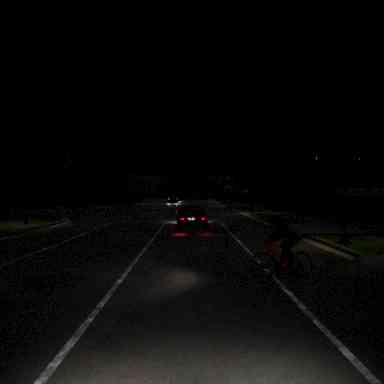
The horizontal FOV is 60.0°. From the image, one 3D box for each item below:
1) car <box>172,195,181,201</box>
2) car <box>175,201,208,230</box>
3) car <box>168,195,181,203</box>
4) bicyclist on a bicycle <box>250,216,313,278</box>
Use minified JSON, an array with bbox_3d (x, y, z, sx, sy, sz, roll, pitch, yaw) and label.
[{"bbox_3d":[-3.876,1.551,82.658,1.994,1.385,4.181,0,0,0],"label":"car"},{"bbox_3d":[-0.042,1.547,20.897,2.033,1.411,5.357,0,0,-2],"label":"car"},{"bbox_3d":[-3.821,1.351,68.470,2.097,1.767,4.553,0,0,0],"label":"car"},{"bbox_3d":[2.321,1.446,8.648,1.656,1.620,0.582,0,0,0],"label":"bicyclist on a bicycle"}]
